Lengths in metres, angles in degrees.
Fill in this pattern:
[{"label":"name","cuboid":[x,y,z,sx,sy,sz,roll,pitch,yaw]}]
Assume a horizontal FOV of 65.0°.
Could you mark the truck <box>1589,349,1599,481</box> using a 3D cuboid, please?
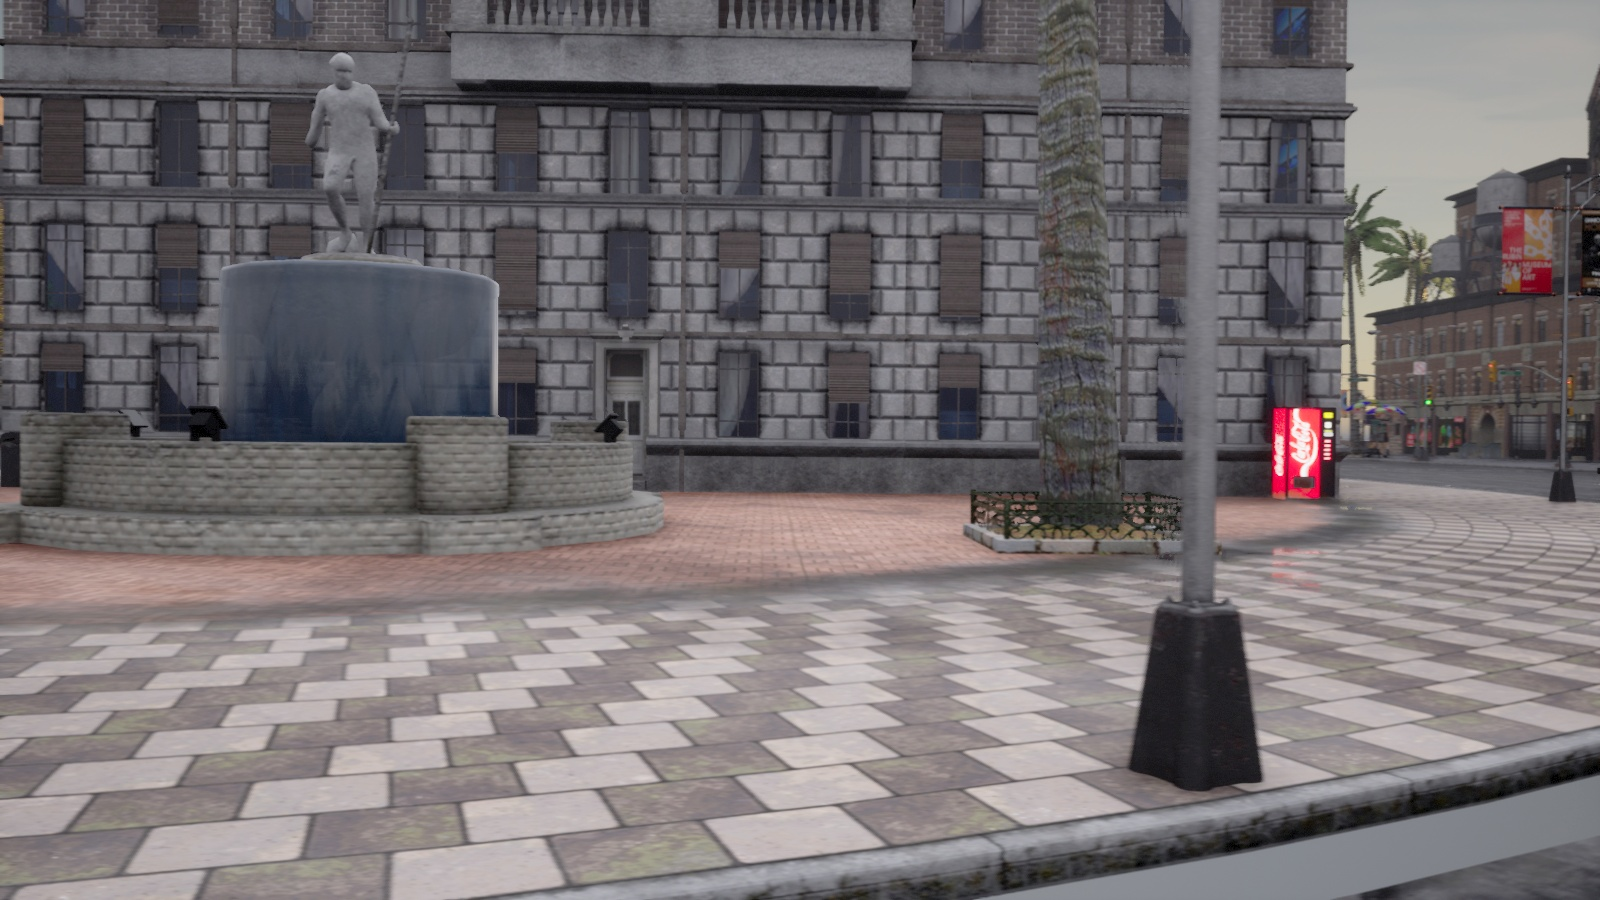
[{"label":"truck","cuboid":[22.012,-0.868,29.166,2.891,3.462,7.936,-1,1,5]}]
